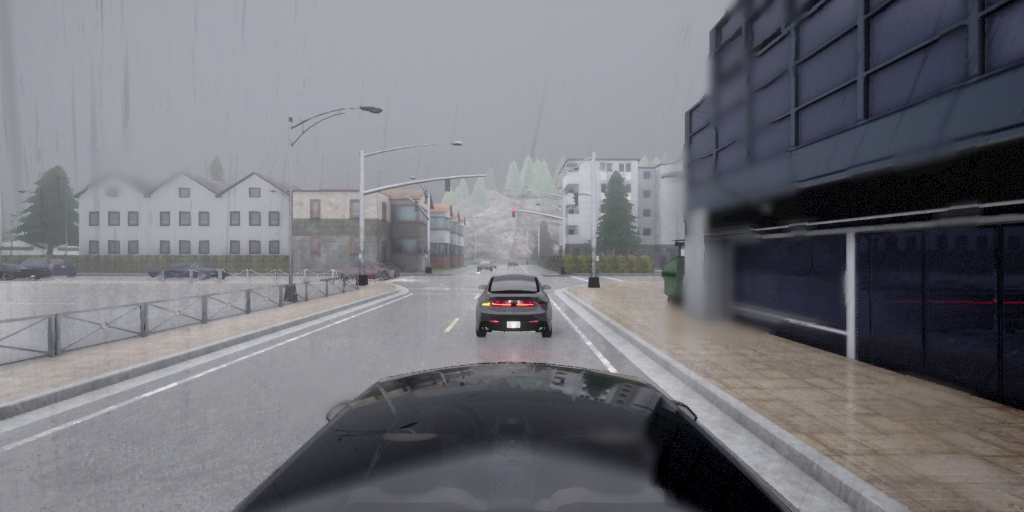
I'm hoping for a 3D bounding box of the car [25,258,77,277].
[{"bbox_3d":[-39.834,0.926,30.204,4.553,1.767,2.097,0,0,0],"label":"car"}]

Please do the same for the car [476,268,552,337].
[{"bbox_3d":[0.069,1.255,10.258,1.837,1.490,4.892,0,0,1],"label":"car"}]

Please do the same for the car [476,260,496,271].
[{"bbox_3d":[-3.520,1.276,47.660,1.812,1.442,4.674,0,0,0],"label":"car"}]

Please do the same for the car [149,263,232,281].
[{"bbox_3d":[-23.590,1.175,26.438,4.718,1.301,1.895,0,0,0],"label":"car"}]

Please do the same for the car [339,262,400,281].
[{"bbox_3d":[-10.559,1.137,26.686,4.181,1.385,1.994,0,0,-4],"label":"car"}]

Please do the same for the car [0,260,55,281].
[{"bbox_3d":[-37.538,1.174,26.525,4.718,1.301,1.895,0,0,1],"label":"car"}]
